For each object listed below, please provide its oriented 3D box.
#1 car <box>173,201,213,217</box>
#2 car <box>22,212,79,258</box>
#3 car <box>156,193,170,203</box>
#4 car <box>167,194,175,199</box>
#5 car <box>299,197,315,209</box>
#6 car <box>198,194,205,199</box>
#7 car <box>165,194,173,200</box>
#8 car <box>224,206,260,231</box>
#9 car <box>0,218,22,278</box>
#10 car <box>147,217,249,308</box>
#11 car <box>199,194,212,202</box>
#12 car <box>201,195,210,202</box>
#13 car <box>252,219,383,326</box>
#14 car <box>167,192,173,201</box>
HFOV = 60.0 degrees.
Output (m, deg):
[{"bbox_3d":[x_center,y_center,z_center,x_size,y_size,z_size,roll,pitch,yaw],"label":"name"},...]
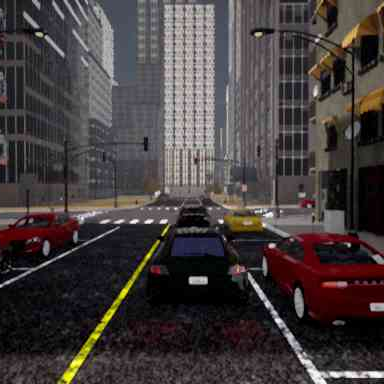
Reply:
[{"bbox_3d":[0.079,1.433,17.894,1.837,1.490,4.892,0,0,-1],"label":"car"},{"bbox_3d":[-5.697,1.494,12.567,1.887,1.381,4.507,-1,0,0],"label":"car"},{"bbox_3d":[-5.688,1.303,61.603,1.887,1.381,4.507,-1,0,0],"label":"car"},{"bbox_3d":[-5.683,1.198,89.400,1.887,1.381,4.507,-1,0,0],"label":"car"},{"bbox_3d":[14.257,1.111,37.196,4.507,1.381,1.887,-1,2,0],"label":"car"},{"bbox_3d":[2.699,1.214,94.958,1.802,1.307,4.206,-1,0,0],"label":"car"},{"bbox_3d":[-5.685,1.200,83.671,1.752,1.417,4.829,-1,0,0],"label":"car"},{"bbox_3d":[2.684,1.452,18.244,1.752,1.417,4.829,-1,0,0],"label":"car"},{"bbox_3d":[-5.699,1.411,7.043,1.967,1.590,4.097,-1,0,0],"label":"car"},{"bbox_3d":[0.104,1.532,7.910,1.994,1.385,4.181,0,0,0],"label":"car"},{"bbox_3d":[2.691,1.199,61.600,1.967,1.590,4.097,-1,0,0],"label":"car"},{"bbox_3d":[2.693,1.262,67.330,1.752,1.417,4.829,-1,0,0],"label":"car"},{"bbox_3d":[2.683,1.516,7.028,1.887,1.381,4.507,-1,0,0],"label":"car"},{"bbox_3d":[-5.689,1.053,67.162,2.192,1.841,5.009,-1,0,0],"label":"car"}]
